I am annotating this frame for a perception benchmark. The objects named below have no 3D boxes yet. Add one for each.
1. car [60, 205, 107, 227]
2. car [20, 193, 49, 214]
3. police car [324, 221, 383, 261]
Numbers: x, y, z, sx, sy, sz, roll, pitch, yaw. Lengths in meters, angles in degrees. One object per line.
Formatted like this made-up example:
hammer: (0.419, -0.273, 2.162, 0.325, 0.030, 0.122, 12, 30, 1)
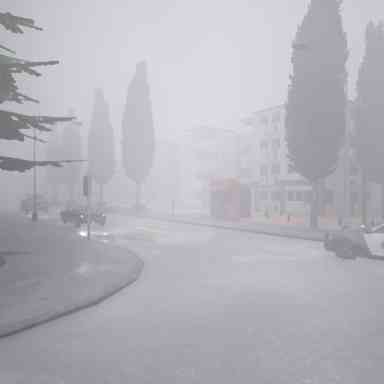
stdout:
car: (-7.561, 1.601, 22.977, 1.895, 1.301, 4.718, 0, 0, -36)
car: (-17.392, 1.212, 36.661, 2.150, 2.045, 5.566, 0, 1, -35)
police car: (6.642, 1.509, 10.297, 2.038, 1.542, 4.974, 0, 0, -36)
